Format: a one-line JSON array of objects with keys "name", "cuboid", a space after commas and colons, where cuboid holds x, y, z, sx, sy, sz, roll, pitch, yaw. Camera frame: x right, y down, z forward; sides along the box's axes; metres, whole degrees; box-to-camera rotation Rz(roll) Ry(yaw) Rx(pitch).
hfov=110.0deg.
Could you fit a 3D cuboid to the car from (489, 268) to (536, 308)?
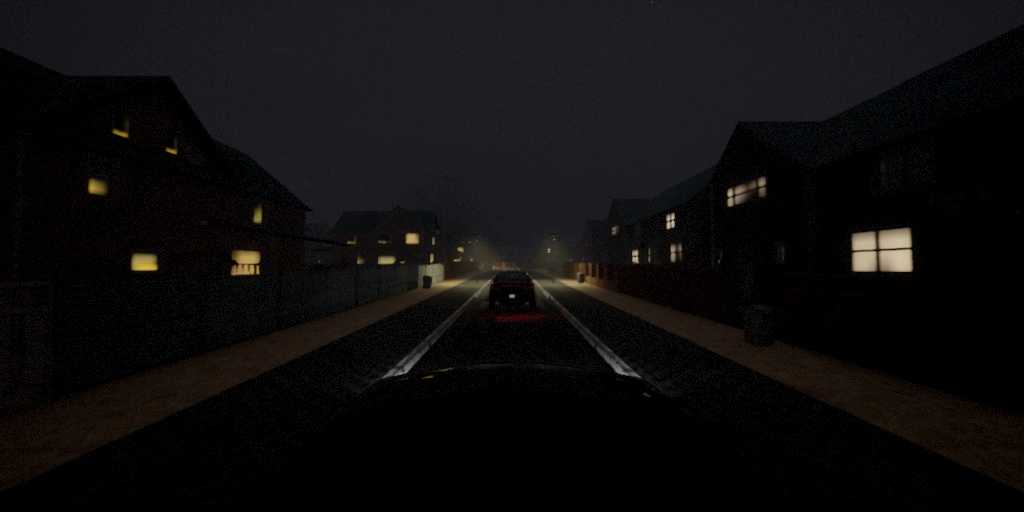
[{"name": "car", "cuboid": [0.026, 1.385, 16.084, 1.882, 1.535, 5.008, 0, 0, 1]}]
